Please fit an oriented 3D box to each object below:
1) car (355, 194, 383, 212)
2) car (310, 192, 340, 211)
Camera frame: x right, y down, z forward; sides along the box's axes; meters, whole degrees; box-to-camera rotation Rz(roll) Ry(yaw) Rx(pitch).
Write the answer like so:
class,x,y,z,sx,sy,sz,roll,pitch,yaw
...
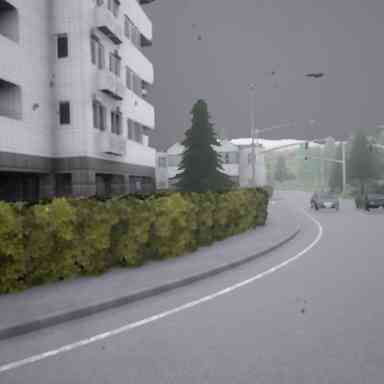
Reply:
class,x,y,z,sx,sy,sz,roll,pitch,yaw
car,14.536,0.810,26.786,1.895,1.301,4.718,-1,1,14
car,11.287,0.798,28.476,2.128,1.511,4.902,-1,1,14
